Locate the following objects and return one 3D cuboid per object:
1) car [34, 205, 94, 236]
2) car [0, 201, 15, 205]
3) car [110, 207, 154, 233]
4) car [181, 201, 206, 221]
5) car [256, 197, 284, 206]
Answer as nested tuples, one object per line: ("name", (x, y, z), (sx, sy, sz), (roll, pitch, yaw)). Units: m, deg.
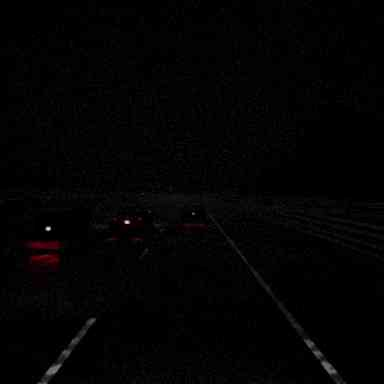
("car", (-6.904, 1.496, 18.388), (1.837, 1.490, 4.892), (0, 0, 0))
("car", (-17.530, 1.515, 30.335), (1.812, 1.442, 4.674), (0, 0, 0))
("car", (-3.404, 1.554, 19.427), (1.994, 1.385, 4.181), (0, 0, 0))
("car", (0.094, 1.467, 27.303), (1.882, 1.535, 5.008), (0, 0, 0))
("car", (9.742, 1.402, 41.642), (1.812, 1.442, 4.674), (0, -1, -19))
